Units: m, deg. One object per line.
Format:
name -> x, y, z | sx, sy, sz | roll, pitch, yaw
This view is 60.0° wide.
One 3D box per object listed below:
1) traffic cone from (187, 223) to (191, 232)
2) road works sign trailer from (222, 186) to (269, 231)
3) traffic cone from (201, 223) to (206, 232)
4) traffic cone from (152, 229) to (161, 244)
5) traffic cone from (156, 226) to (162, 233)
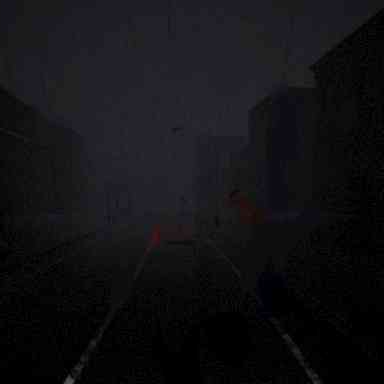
traffic cone -> -0.217, 2.432, 22.583 | 0.340, 0.580, 0.340 | 0, -2, -4
road works sign trailer -> 3.593, 1.384, 22.290 | 2.380, 2.880, 3.560 | 46, 22, 22
traffic cone -> 0.779, 2.425, 22.649 | 0.340, 0.580, 0.340 | 0, -2, -4
traffic cone -> -1.812, 2.255, 16.462 | 0.340, 0.580, 0.340 | 0, -2, -4
traffic cone -> -1.945, 2.313, 18.458 | 0.340, 0.580, 0.340 | 0, -2, -4
